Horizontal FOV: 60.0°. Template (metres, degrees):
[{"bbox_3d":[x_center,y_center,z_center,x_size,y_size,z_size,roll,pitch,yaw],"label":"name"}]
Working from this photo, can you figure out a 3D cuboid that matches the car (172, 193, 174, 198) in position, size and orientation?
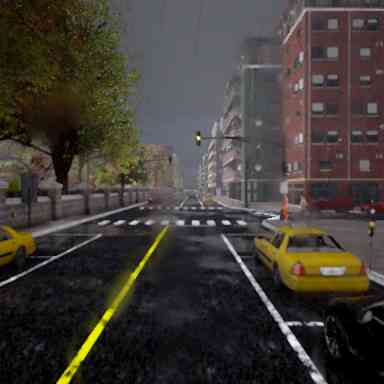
[{"bbox_3d":[-5.693,1.019,79.734,1.802,1.307,4.206,0,0,0],"label":"car"}]

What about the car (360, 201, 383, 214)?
[{"bbox_3d":[20.306,1.658,35.504,4.507,1.381,1.887,1,0,0],"label":"car"}]

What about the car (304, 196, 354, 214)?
[{"bbox_3d":[14.615,1.325,35.486,5.009,1.841,2.192,1,0,0],"label":"car"}]

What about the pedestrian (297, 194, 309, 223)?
[{"bbox_3d":[6.899,1.025,20.676,0.375,1.860,0.375,0,1,0],"label":"pedestrian"}]

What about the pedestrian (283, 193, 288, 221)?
[{"bbox_3d":[6.135,0.980,21.876,0.375,1.860,0.375,0,1,0],"label":"pedestrian"}]

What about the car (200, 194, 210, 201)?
[{"bbox_3d":[2.687,1.061,68.665,2.008,1.369,4.403,0,0,0],"label":"car"}]

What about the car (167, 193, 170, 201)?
[{"bbox_3d":[-5.694,0.987,63.128,1.967,1.590,4.097,0,0,0],"label":"car"}]

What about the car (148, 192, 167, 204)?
[{"bbox_3d":[-5.694,0.936,52.057,2.192,1.841,5.009,0,0,0],"label":"car"}]

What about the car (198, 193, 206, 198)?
[{"bbox_3d":[2.687,0.911,90.805,1.887,1.381,4.507,0,0,0],"label":"car"}]

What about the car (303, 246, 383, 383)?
[{"bbox_3d":[2.689,1.543,2.864,1.947,1.339,4.313,0,0,0],"label":"car"}]

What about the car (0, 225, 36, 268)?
[{"bbox_3d":[-5.692,1.461,8.323,1.752,1.417,4.829,0,0,0],"label":"car"}]

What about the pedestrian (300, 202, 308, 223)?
[{"bbox_3d":[7.145,1.309,21.280,0.375,1.300,0.375,0,1,0],"label":"pedestrian"}]

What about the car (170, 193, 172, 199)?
[{"bbox_3d":[-5.693,1.055,68.664,1.887,1.381,4.507,0,0,0],"label":"car"}]

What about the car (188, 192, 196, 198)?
[{"bbox_3d":[0.000,0.823,87.794,2.128,1.511,4.902,0,0,0],"label":"car"}]

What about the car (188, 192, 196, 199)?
[{"bbox_3d":[0.001,0.997,77.784,1.994,1.385,4.181,0,0,0],"label":"car"}]

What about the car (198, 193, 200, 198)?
[{"bbox_3d":[2.687,1.091,63.129,1.887,1.381,4.507,0,0,0],"label":"car"}]

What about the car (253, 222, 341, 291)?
[{"bbox_3d":[2.688,1.459,8.664,1.752,1.417,4.829,0,0,0],"label":"car"}]

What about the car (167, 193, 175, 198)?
[{"bbox_3d":[-5.693,0.948,90.804,1.802,1.307,4.206,0,0,0],"label":"car"}]

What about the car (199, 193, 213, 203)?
[{"bbox_3d":[2.687,1.108,57.764,1.752,1.417,4.829,0,0,0],"label":"car"}]
